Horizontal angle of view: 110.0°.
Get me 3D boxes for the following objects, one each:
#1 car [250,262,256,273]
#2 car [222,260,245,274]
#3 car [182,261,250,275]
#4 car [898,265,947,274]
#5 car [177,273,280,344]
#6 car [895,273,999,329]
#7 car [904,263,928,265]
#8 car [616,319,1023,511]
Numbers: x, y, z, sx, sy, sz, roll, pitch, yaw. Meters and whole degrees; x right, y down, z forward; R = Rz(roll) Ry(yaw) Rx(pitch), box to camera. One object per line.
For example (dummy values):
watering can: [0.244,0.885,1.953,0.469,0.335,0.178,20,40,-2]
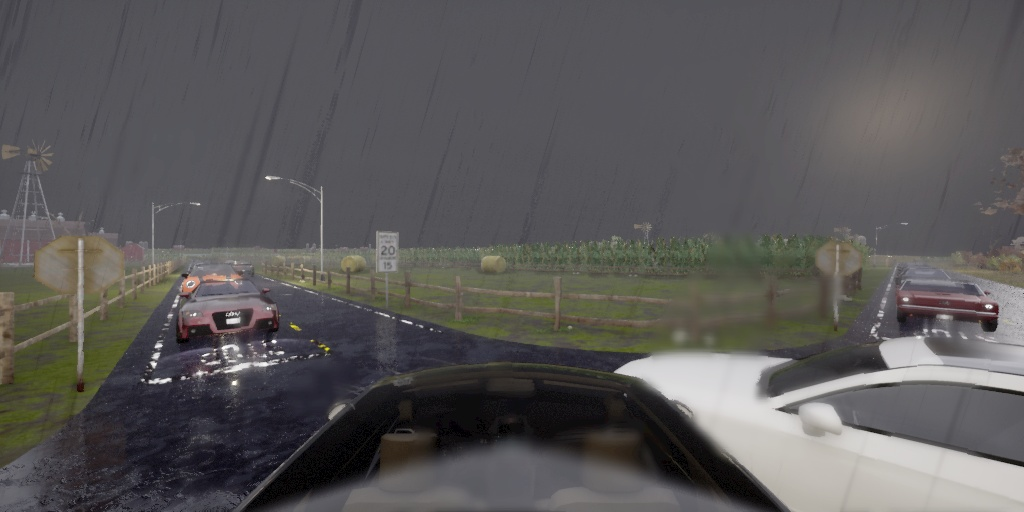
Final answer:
car: [-26.881,1.281,35.715,2.128,1.511,4.902,0,0,-41]
car: [-33.581,1.302,43.192,1.837,1.490,4.892,0,0,-41]
car: [-13.671,1.139,16.448,2.097,1.767,4.553,0,0,-42]
car: [20.645,1.356,17.906,5.357,1.411,2.033,0,1,-43]
car: [-7.914,1.355,9.949,1.994,1.385,4.181,0,0,-42]
car: [13.549,1.394,11.362,4.718,1.301,1.895,0,1,-43]
car: [27.417,1.392,24.141,4.181,1.385,1.994,0,1,-43]
car: [2.844,1.293,2.331,1.812,1.442,4.674,0,1,-44]
